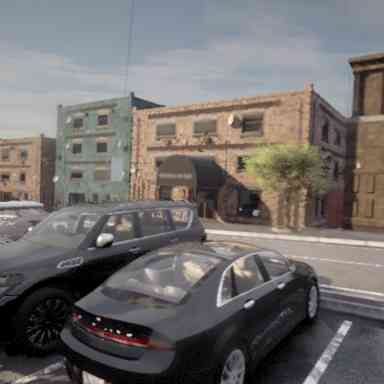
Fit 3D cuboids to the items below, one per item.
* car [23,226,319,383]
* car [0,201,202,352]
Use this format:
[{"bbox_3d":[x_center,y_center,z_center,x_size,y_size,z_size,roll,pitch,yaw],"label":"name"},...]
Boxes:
[{"bbox_3d":[0.483,1.485,5.043,2.231,1.521,4.892,0,0,35],"label":"car"},{"bbox_3d":[-1.817,1.244,6.650,2.435,2.045,5.566,0,0,35],"label":"car"}]
